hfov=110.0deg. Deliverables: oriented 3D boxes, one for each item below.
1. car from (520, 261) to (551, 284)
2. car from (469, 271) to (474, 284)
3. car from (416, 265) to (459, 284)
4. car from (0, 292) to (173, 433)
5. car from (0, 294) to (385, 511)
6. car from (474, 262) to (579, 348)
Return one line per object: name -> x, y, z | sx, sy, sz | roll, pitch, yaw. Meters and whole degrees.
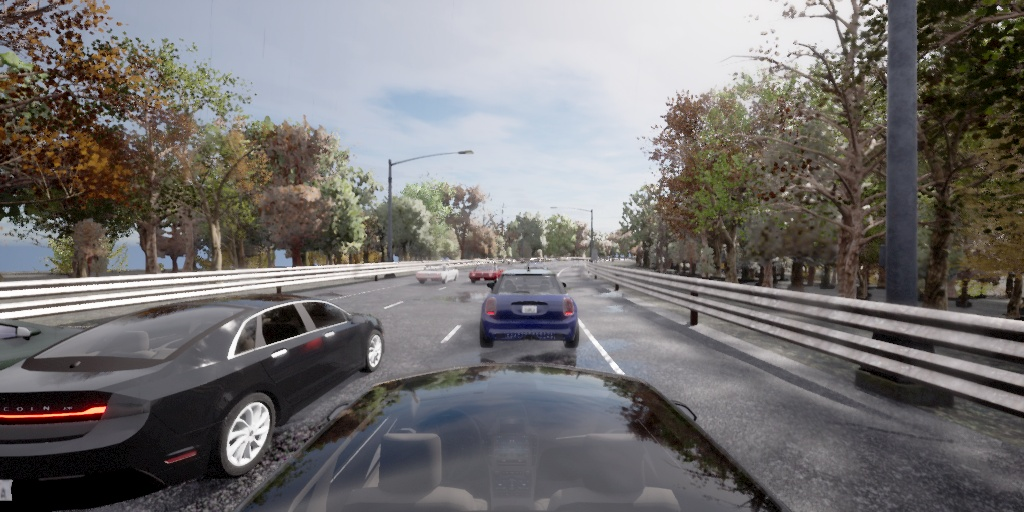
car -> 1.935, 1.222, 28.136 | 2.128, 1.511, 4.902 | 0, 0, 7
car -> -1.769, 1.323, 26.660 | 1.895, 1.301, 4.718 | 0, 0, 7
car -> -5.333, 1.314, 26.315 | 1.895, 1.301, 4.718 | 0, 0, 6
car -> -6.803, 1.311, 4.020 | 1.994, 1.385, 4.181 | 0, 0, 1
car -> -3.286, 1.251, 4.722 | 1.837, 1.490, 4.892 | 0, 0, 1
car -> 0.392, 1.096, 9.362 | 2.097, 1.767, 4.553 | 0, 0, 1
